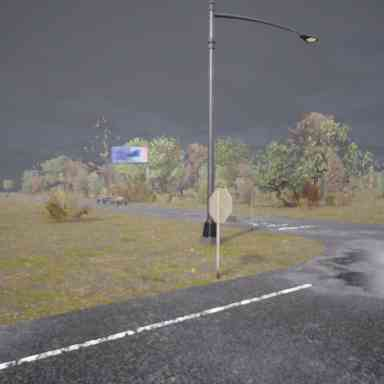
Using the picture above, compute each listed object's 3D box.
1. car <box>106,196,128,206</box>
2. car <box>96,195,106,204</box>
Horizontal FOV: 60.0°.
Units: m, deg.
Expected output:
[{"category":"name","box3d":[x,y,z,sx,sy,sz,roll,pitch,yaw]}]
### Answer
[{"category":"car","box3d":[-12.129,1.451,54.991,1.812,1.442,4.674,0,0,-33]},{"category":"car","box3d":[-16.187,1.417,60.994,1.837,1.490,4.892,0,0,-34]}]
